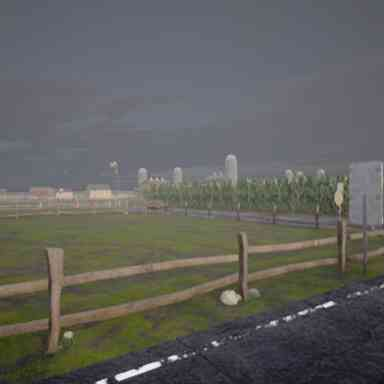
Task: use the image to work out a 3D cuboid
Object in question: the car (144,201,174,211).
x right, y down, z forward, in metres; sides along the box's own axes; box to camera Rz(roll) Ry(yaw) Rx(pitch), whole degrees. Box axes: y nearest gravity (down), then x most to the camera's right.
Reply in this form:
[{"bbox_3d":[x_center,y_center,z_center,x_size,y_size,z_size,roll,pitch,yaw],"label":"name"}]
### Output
[{"bbox_3d":[-4.239,1.821,42.464,1.895,1.301,4.718,-1,0,-35],"label":"car"}]
